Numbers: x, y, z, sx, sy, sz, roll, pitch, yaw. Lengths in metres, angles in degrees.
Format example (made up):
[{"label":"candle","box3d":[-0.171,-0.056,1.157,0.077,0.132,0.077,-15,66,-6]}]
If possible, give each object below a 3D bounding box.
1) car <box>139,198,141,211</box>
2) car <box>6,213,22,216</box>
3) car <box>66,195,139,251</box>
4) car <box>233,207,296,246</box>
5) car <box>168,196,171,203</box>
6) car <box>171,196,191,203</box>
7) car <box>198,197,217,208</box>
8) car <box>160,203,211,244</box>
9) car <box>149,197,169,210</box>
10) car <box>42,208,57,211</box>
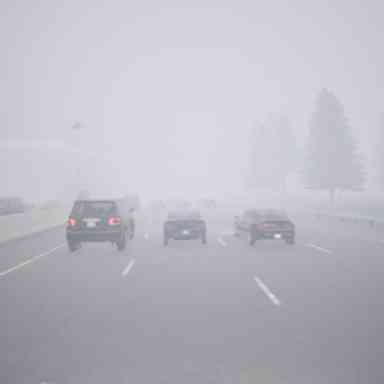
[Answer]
[{"label":"car","box3d":[-7.955,1.355,43.649,2.150,2.045,5.566,-1,0,-13]},{"label":"car","box3d":[-15.974,1.451,28.029,2.150,2.045,5.566,-1,0,-7]},{"label":"car","box3d":[-3.810,1.278,14.632,2.150,2.045,5.566,-1,0,-4]},{"label":"car","box3d":[3.126,1.472,15.148,1.837,1.490,4.892,0,-1,-4]},{"label":"car","box3d":[-4.490,1.584,70.534,1.882,1.535,5.008,-1,0,-19]},{"label":"car","box3d":[-1.287,1.573,45.935,1.812,1.442,4.674,-1,0,-13]},{"label":"car","box3d":[2.107,1.510,46.792,1.837,1.490,4.892,-1,0,-13]},{"label":"car","box3d":[-0.439,1.494,15.956,1.882,1.535,5.008,-1,0,-4]},{"label":"car","box3d":[-4.742,1.656,45.354,1.994,1.385,4.181,-1,0,-13]},{"label":"car","box3d":[-19.107,1.893,45.490,2.033,1.411,5.357,-1,0,-13]}]
